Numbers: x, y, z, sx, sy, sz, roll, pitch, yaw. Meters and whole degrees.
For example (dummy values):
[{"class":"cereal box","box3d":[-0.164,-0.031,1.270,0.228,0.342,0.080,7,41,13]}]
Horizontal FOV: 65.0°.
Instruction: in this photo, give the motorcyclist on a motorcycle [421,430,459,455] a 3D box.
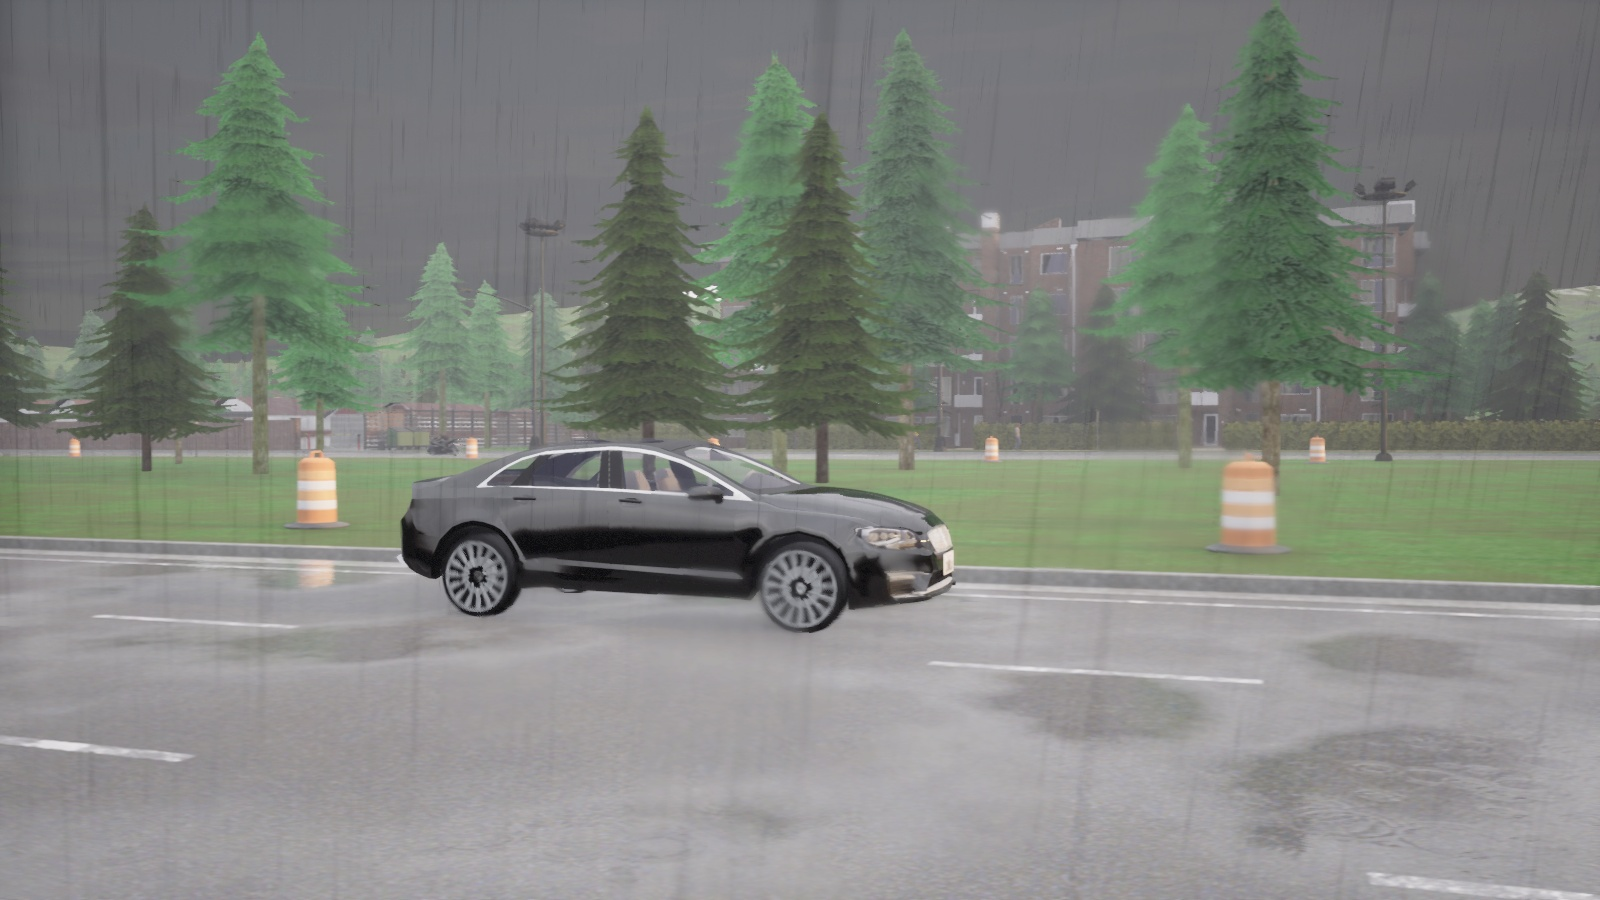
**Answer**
[{"class":"motorcyclist on a motorcycle","box3d":[-22.793,-0.498,79.508,2.191,1.530,0.866,1,1,19]}]

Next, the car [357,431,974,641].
[{"class":"car","box3d":[-1.121,0.603,10.954,4.902,1.511,2.128,1,1,19]}]

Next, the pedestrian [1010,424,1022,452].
[{"class":"pedestrian","box3d":[14.170,-0.809,82.310,0.706,1.836,0.354,1,1,20]}]
